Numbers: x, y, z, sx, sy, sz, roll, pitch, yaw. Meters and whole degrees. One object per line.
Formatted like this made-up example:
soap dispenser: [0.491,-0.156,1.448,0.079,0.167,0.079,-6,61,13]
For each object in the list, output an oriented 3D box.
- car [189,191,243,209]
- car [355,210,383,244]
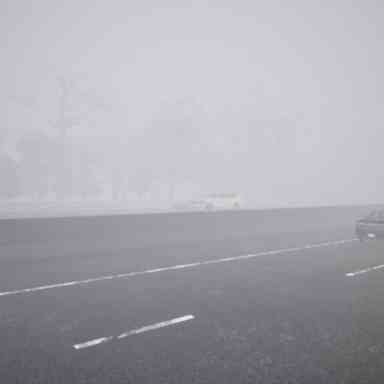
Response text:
car: [2.337,0.916,31.331,5.566,2.045,2.150,0,0,-36]
car: [9.137,1.521,14.687,4.902,1.511,2.128,0,0,-35]
